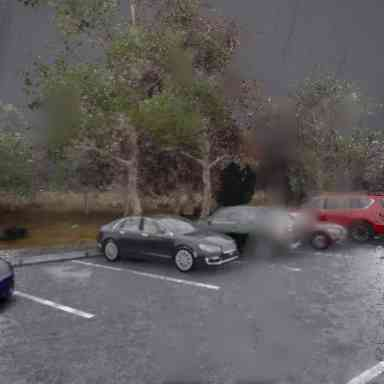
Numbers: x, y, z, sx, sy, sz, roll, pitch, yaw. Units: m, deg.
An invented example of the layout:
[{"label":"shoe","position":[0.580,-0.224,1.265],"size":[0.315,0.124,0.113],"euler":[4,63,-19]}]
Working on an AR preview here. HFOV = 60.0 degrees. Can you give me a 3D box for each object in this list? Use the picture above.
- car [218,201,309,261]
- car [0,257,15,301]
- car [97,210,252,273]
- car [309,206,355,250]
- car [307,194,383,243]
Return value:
[{"label":"car","position":[1.539,1.303,12.195],"size":[4.553,1.767,2.185],"euler":[-1,0,35]},{"label":"car","position":[-5.748,1.519,7.071],"size":[4.792,1.488,2.163],"euler":[-1,-1,34]},{"label":"car","position":[-0.923,1.450,10.527],"size":[4.892,1.521,2.231],"euler":[-1,-1,35]},{"label":"car","position":[3.962,1.451,13.910],"size":[4.674,1.452,2.002],"euler":[-1,-1,35]},{"label":"car","position":[6.382,1.142,15.602],"size":[5.566,2.045,2.435],"euler":[-1,0,35]}]
